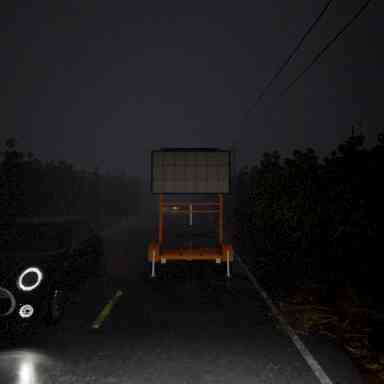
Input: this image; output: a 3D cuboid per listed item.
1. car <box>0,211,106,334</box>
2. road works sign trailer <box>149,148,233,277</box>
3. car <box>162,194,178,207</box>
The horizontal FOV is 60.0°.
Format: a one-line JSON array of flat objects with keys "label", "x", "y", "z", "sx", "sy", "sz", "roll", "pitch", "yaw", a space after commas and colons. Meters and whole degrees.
[{"label": "car", "x": -3.327, "y": 1.353, "z": 7.035, "sx": 2.097, "sy": 1.767, "sz": 4.553, "roll": 0, "pitch": 0, "yaw": -1}, {"label": "road works sign trailer", "x": -0.035, "y": 0.464, "z": 10.220, "sx": 2.380, "sy": 3.560, "sz": 2.880, "roll": 0, "pitch": 0, "yaw": 0}, {"label": "car", "x": -3.380, "y": 1.222, "z": 51.615, "sx": 2.150, "sy": 2.045, "sz": 5.566, "roll": 0, "pitch": 0, "yaw": 0}]
